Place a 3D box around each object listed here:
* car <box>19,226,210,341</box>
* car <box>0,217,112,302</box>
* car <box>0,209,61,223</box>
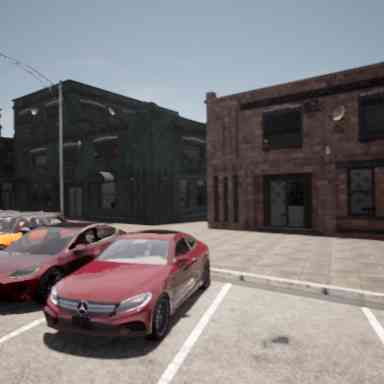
[{"bbox_3d":[-0.876,1.551,6.831,2.002,1.452,4.674,0,-1,16],"label":"car"},{"bbox_3d":[-3.302,1.572,8.582,2.163,1.488,4.792,0,-1,16],"label":"car"},{"bbox_3d":[-5.698,1.450,10.424,2.185,1.767,4.553,0,-1,16],"label":"car"}]
